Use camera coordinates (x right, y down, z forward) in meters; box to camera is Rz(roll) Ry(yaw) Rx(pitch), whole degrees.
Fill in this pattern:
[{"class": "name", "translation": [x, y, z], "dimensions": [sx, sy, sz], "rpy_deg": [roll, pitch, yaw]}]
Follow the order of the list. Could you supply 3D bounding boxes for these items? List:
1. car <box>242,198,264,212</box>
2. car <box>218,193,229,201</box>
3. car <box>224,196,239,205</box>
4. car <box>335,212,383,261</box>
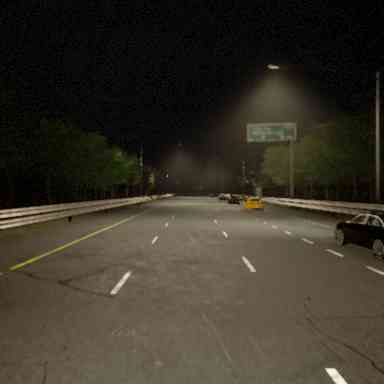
[{"class": "car", "translation": [7.069, 1.459, 38.877], "dimensions": [1.882, 1.535, 5.008], "rpy_deg": [0, 0, 0]}, {"class": "car", "translation": [7.196, 1.505, 79.592], "dimensions": [1.895, 1.301, 4.718], "rpy_deg": [0, 0, 0]}, {"class": "car", "translation": [7.129, 1.483, 58.319], "dimensions": [1.837, 1.490, 4.892], "rpy_deg": [0, 0, 0]}, {"class": "car", "translation": [7.005, 1.487, 12.278], "dimensions": [2.128, 1.511, 4.902], "rpy_deg": [0, 0, 0]}]
